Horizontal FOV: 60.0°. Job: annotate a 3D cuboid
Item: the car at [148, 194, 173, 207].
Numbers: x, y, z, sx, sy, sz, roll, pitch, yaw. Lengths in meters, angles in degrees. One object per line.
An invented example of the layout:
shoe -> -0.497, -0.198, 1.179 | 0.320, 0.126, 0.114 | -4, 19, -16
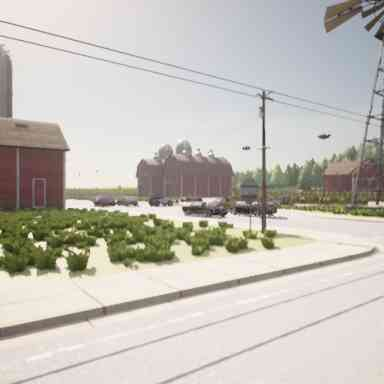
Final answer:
car -> -4.842, 1.265, 50.667 | 3.866, 1.878, 1.905 | 0, 0, -36

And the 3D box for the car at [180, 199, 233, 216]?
car -> 1.128, 1.566, 29.679 | 1.895, 1.301, 4.718 | 0, 0, -36

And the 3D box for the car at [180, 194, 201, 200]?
car -> -0.149, 1.237, 66.713 | 4.605, 1.855, 1.932 | 0, 0, -36

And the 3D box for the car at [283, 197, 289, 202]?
car -> 13.255, 1.447, 48.666 | 3.905, 1.438, 1.784 | 0, 0, -36

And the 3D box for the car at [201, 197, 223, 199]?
car -> 3.570, 1.456, 40.115 | 4.193, 1.474, 1.816 | 0, 0, -36

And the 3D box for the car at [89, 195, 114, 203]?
car -> -19.119, 1.432, 70.214 | 4.611, 1.667, 2.242 | 0, 0, -36

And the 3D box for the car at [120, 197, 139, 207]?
car -> -10.070, 1.507, 50.977 | 2.033, 1.411, 5.357 | 0, 0, -36

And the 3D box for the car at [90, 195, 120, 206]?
car -> -12.781, 1.567, 48.599 | 1.895, 1.301, 4.718 | 0, 0, -36

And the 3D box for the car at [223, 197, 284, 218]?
car -> 5.432, 1.450, 30.102 | 2.128, 1.511, 4.902 | 0, 0, -37
